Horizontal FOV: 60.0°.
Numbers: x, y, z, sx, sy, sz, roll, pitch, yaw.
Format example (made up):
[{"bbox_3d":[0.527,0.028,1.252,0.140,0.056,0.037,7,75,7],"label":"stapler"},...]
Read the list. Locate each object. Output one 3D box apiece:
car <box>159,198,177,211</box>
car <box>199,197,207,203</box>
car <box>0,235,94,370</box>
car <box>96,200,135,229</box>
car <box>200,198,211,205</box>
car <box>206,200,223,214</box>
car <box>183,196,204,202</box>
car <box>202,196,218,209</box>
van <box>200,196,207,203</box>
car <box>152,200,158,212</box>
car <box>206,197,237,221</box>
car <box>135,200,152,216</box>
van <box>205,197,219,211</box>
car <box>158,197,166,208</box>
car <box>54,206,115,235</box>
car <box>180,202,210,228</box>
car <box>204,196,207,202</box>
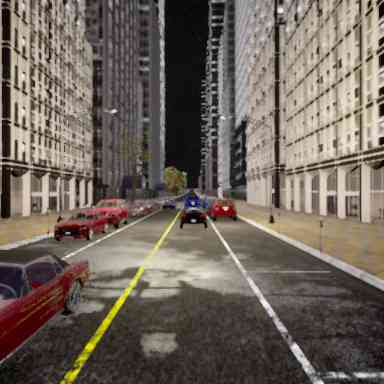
[{"bbox_3d":[-3.065,1.878,45.661,1.895,1.301,4.718,0,0,0],"label":"car"},{"bbox_3d":[2.732,2.012,85.878,1.887,1.381,4.507,0,0,0],"label":"car"},{"bbox_3d":[-3.097,1.635,4.899,1.895,1.301,4.718,0,0,0],"label":"car"},{"bbox_3d":[-5.682,1.465,23.204,2.192,1.841,5.009,0,0,0],"label":"car"},{"bbox_3d":[2.723,1.945,68.784,2.008,1.369,4.403,0,0,0],"label":"car"},{"bbox_3d":[2.708,1.773,40.460,1.752,1.417,4.829,0,0,0],"label":"car"},{"bbox_3d":[0.123,1.471,40.691,2.150,2.045,5.566,0,0,0],"label":"car"},{"bbox_3d":[2.714,1.624,51.688,2.192,1.841,5.009,0,0,0],"label":"car"},{"bbox_3d":[2.729,1.785,80.181,1.690,1.788,3.998,0,0,0],"label":"van"},{"bbox_3d":[-5.672,1.688,40.297,1.967,1.590,4.097,0,0,0],"label":"car"},{"bbox_3d":[2.702,1.498,28.894,2.192,1.841,5.009,0,0,0],"label":"car"},{"bbox_3d":[-5.675,1.656,34.599,1.967,1.590,4.097,0,0,0],"label":"car"},{"bbox_3d":[2.711,1.620,45.989,1.690,1.788,3.998,0,0,0],"label":"van"},{"bbox_3d":[-5.666,1.861,51.694,2.008,1.369,4.403,0,0,0],"label":"car"},{"bbox_3d":[-5.684,1.660,17.503,1.887,1.381,4.507,0,0,0],"label":"car"},{"bbox_3d":[0.113,1.676,23.473,1.812,1.442,4.674,0,0,0],"label":"car"},{"bbox_3d":[2.705,1.530,34.593,2.192,1.841,5.009,0,0,0],"label":"car"}]
